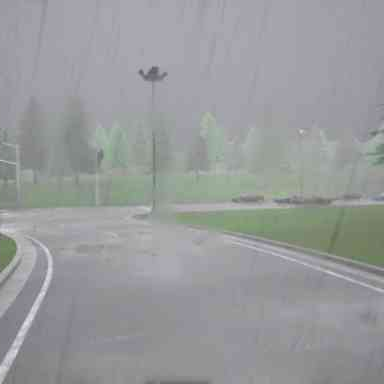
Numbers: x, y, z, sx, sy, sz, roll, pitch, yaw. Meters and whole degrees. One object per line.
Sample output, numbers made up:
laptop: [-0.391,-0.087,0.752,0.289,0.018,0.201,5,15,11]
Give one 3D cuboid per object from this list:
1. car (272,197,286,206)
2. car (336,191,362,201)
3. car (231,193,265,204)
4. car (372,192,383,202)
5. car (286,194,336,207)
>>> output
car: [12.560,1.006,41.841,4.718,1.301,1.895,-1,1,-18]
car: [24.739,0.610,53.209,4.902,1.511,2.128,-1,1,-18]
car: [7.991,0.891,47.689,5.008,1.535,1.882,-1,1,-18]
car: [27.636,0.665,46.821,4.674,1.442,1.812,-1,1,-18]
car: [13.771,1.021,38.559,4.718,1.301,1.895,-1,1,-18]
